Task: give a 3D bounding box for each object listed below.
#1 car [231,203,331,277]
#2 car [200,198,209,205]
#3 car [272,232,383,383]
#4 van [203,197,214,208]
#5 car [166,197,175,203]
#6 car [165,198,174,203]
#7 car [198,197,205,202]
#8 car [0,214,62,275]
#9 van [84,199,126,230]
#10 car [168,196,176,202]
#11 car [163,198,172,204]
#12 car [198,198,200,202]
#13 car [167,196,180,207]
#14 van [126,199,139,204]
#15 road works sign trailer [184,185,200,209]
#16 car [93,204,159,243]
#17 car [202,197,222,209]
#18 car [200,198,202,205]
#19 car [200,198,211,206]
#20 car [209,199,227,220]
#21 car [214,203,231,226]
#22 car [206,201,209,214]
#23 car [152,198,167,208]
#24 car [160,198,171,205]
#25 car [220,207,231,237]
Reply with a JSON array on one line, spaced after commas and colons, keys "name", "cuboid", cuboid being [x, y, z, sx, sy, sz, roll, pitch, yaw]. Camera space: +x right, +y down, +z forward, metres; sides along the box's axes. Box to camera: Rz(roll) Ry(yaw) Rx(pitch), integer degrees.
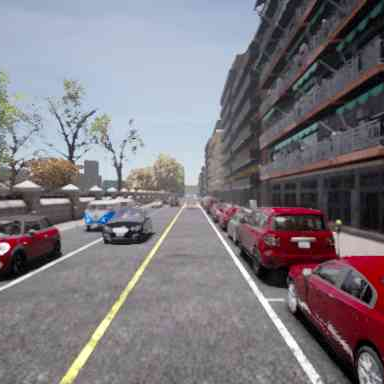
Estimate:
[{"name": "car", "cuboid": [2.691, 1.374, 10.384, 2.192, 1.841, 5.009, 0, 0, 0]}, {"name": "car", "cuboid": [2.681, 2.013, 72.314, 1.887, 1.381, 4.507, 0, 0, 0]}, {"name": "car", "cuboid": [2.691, 1.572, 4.752, 1.887, 1.381, 4.507, 0, 0, 0]}, {"name": "van", "cuboid": [2.684, 1.692, 55.425, 1.690, 1.788, 3.998, 0, 0, 0]}, {"name": "car", "cuboid": [-5.702, 2.035, 89.201, 1.967, 1.590, 4.097, 0, 0, 0]}, {"name": "car", "cuboid": [-5.702, 2.094, 83.572, 1.887, 1.381, 4.507, 0, 0, 0]}, {"name": "car", "cuboid": [2.677, 2.225, 94.832, 1.802, 1.307, 4.206, 0, 0, 0]}, {"name": "car", "cuboid": [-5.689, 1.499, 10.382, 1.967, 1.590, 4.097, 0, 0, 0]}, {"name": "van", "cuboid": [-5.692, 1.466, 21.643, 1.690, 1.788, 3.998, 0, 0, 0]}, {"name": "car", "cuboid": [-5.704, 1.958, 94.833, 2.192, 1.841, 5.009, 0, 0, 0]}, {"name": "car", "cuboid": [-5.701, 2.090, 77.944, 1.802, 1.307, 4.206, 0, 0, 0]}, {"name": "car", "cuboid": [2.682, 1.956, 61.053, 1.947, 1.339, 4.313, 0, 0, 0]}, {"name": "car", "cuboid": [-3.052, 1.882, 59.155, 1.837, 1.490, 4.892, 0, 0, 1]}, {"name": "van", "cuboid": [-5.692, 1.501, 27.272, 1.690, 1.788, 3.998, 0, 0, 0]}, {"name": "road works sign trailer", "cuboid": [-0.007, 0.772, 49.250, 2.380, 3.560, 2.880, 0, 0, 0]}, {"name": "car", "cuboid": [-3.102, 1.587, 16.805, 2.128, 1.511, 4.902, 0, 0, 0]}, {"name": "car", "cuboid": [2.686, 1.549, 38.534, 2.192, 1.841, 5.009, 0, 0, 0]}, {"name": "car", "cuboid": [2.684, 1.752, 49.793, 1.967, 1.590, 4.097, 0, 0, 0]}, {"name": "car", "cuboid": [2.681, 1.980, 66.684, 2.008, 1.369, 4.403, 0, 0, 0]}, {"name": "car", "cuboid": [2.688, 1.600, 27.273, 1.967, 1.590, 4.097, 0, 0, 0]}, {"name": "car", "cuboid": [2.688, 1.670, 21.643, 1.887, 1.381, 4.507, 0, 0, 0]}, {"name": "car", "cuboid": [2.687, 1.778, 32.903, 1.802, 1.307, 4.206, 0, 0, 0]}, {"name": "car", "cuboid": [-5.697, 1.875, 55.252, 1.752, 1.417, 4.829, 0, 0, 0]}, {"name": "car", "cuboid": [-5.699, 2.035, 72.314, 1.947, 1.339, 4.313, 0, 0, 0]}, {"name": "car", "cuboid": [2.689, 1.642, 16.013, 2.008, 1.369, 4.403, 0, 0, 0]}]
